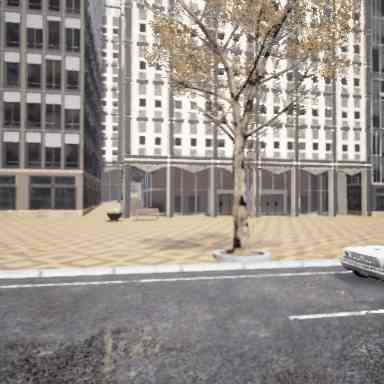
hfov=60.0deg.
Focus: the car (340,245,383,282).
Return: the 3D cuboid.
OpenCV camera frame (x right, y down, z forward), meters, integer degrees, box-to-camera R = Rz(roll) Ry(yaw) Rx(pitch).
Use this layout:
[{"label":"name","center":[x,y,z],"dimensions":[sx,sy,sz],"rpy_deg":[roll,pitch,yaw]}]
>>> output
[{"label":"car","center":[6.519,1.775,8.926],"dimensions":[4.718,1.301,1.895],"rpy_deg":[1,-1,-11]}]
